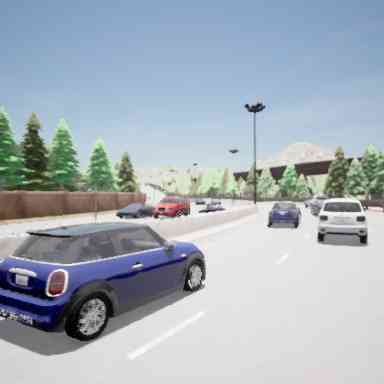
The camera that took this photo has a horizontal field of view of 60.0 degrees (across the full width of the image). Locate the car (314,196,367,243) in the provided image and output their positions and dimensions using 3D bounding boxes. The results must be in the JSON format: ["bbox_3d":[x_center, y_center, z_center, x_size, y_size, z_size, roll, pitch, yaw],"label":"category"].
[{"bbox_3d":[7.827,1.375,17.466,2.150,2.045,5.566,0,0,23],"label":"car"}]

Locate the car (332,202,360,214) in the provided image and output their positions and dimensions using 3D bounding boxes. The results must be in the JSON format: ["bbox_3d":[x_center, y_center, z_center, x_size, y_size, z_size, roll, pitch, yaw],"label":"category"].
[{"bbox_3d":[18.652,1.916,40.549,1.994,1.385,4.181,0,0,8],"label":"car"}]

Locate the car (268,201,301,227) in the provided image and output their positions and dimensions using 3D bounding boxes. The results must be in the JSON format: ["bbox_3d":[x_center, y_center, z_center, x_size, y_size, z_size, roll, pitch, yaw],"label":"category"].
[{"bbox_3d":[7.028,1.569,25.050,2.097,1.767,4.553,0,-1,21],"label":"car"}]

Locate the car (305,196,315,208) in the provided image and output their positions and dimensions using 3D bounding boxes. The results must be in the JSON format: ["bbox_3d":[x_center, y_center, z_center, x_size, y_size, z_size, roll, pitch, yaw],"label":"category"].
[{"bbox_3d":[20.188,1.693,54.395,2.150,2.045,5.566,0,0,3],"label":"car"}]

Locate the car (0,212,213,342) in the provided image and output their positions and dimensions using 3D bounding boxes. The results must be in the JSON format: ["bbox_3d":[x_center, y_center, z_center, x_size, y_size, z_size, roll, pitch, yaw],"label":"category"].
[{"bbox_3d":[-1.539,1.413,7.009,2.097,1.767,4.553,0,-1,32],"label":"car"}]

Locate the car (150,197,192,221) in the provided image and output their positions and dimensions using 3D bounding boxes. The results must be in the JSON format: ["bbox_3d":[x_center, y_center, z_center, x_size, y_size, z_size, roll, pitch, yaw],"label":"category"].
[{"bbox_3d":[-1.891,1.495,31.787,2.150,2.045,5.566,0,0,18],"label":"car"}]

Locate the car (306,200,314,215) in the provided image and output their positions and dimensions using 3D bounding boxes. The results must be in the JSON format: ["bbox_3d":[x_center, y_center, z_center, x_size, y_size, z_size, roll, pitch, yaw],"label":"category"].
[{"bbox_3d":[13.829,1.856,35.480,2.033,1.411,5.357,0,0,13],"label":"car"}]
